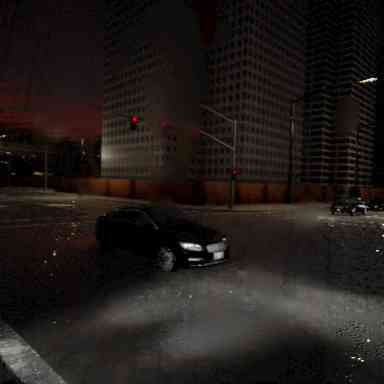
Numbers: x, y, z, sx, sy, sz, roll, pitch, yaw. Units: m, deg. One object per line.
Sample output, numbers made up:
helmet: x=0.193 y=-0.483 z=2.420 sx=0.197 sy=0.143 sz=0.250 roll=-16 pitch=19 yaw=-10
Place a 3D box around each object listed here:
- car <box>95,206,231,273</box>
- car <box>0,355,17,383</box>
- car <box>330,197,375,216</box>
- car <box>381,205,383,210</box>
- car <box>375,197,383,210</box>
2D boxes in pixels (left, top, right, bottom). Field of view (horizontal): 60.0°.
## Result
car: x=-1.051 y=1.201 z=9.923 sx=2.128 sy=1.511 sz=4.902 roll=0 pitch=2 yaw=-45
car: x=-3.571 y=1.431 z=1.564 sx=1.895 sy=1.301 sz=4.718 roll=3 pitch=2 yaw=41
car: x=13.934 y=1.220 z=29.332 sx=4.902 sy=1.511 sz=2.128 roll=0 pitch=2 yaw=-45
car: x=18.435 y=1.392 z=28.861 sx=4.892 sy=1.490 sz=1.837 roll=1 pitch=2 yaw=-44
car: x=20.651 y=1.293 z=35.933 sx=4.892 sy=1.490 sz=1.837 roll=0 pitch=2 yaw=-45
